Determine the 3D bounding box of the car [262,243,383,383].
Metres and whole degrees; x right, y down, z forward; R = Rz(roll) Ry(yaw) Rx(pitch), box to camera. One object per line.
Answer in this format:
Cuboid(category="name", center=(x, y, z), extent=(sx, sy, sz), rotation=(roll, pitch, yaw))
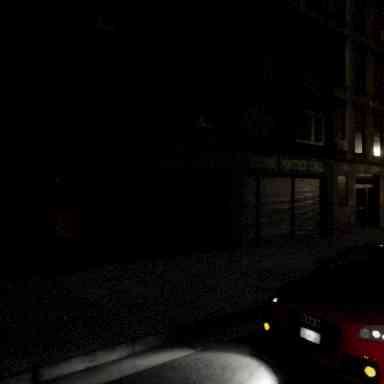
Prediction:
Cuboid(category="car", center=(3.070, 1.561, 5.195), extent=(4.181, 1.385, 1.994), rotation=(0, 0, -35))
